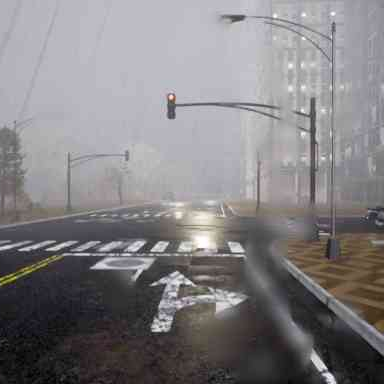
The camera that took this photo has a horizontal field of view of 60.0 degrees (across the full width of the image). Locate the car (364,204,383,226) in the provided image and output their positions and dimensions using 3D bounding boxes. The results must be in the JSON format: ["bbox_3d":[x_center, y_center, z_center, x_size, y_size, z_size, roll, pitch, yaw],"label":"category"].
[{"bbox_3d":[13.090,1.352,20.012,4.902,1.511,2.128,0,0,5],"label":"car"}]

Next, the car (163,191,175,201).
[{"bbox_3d":[-5.067,0.840,73.791,2.150,2.045,5.566,0,0,4],"label":"car"}]
